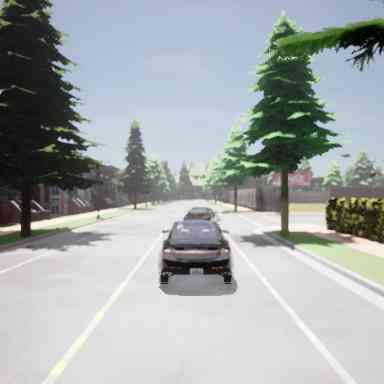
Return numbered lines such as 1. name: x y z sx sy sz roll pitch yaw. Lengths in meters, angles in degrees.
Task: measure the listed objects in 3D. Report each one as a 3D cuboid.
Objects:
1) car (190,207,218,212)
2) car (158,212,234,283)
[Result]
1. car: 0.736 1.738 23.002 1.812 1.442 4.674 -1 -1 13
2. car: 0.103 1.582 9.898 2.128 1.511 4.902 0 0 0
